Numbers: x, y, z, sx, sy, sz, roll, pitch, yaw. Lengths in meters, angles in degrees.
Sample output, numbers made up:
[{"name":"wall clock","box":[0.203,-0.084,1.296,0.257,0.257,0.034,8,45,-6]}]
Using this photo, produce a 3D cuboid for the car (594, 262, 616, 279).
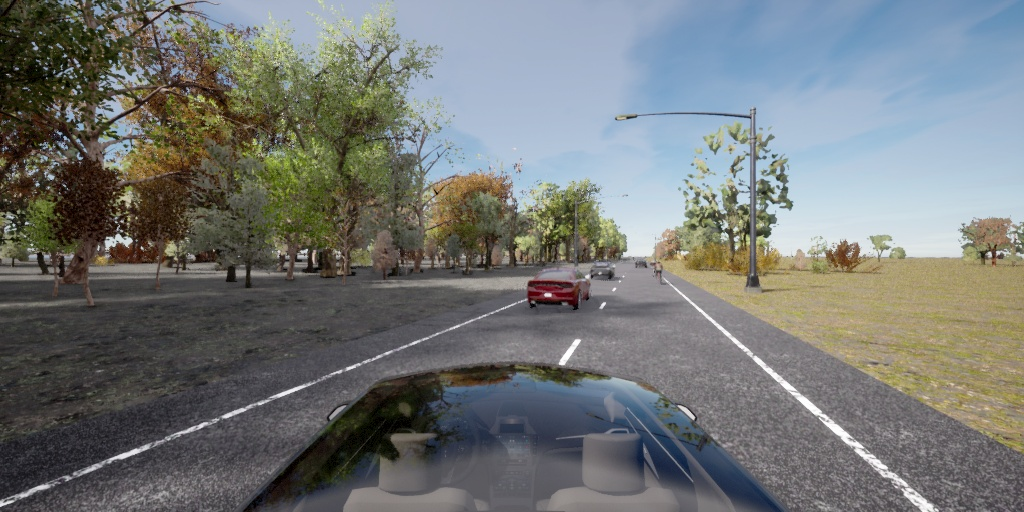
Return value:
[{"name":"car","box":[8.219,1.247,32.391,2.128,1.511,4.902,0,0,19]}]

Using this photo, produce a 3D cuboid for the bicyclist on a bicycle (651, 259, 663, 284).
[{"name":"bicyclist on a bicycle","box":[10.385,1.208,25.387,0.582,1.620,1.656,0,0,19]}]

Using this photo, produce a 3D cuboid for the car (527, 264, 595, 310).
[{"name":"car","box":[2.096,1.229,14.977,1.882,1.535,5.008,0,0,19]}]
